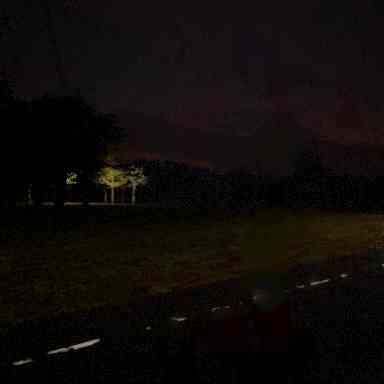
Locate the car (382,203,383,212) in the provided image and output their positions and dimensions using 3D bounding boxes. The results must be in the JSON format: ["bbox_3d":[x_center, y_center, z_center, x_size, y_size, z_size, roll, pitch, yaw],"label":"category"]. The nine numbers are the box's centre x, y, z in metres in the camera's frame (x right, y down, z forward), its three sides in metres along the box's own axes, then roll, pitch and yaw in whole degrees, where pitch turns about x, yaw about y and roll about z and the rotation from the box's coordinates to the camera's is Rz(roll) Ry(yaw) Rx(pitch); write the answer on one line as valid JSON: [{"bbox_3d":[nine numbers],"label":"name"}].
[{"bbox_3d":[21.321,1.475,32.457,1.882,1.535,5.008,3,-3,-36],"label":"car"}]
